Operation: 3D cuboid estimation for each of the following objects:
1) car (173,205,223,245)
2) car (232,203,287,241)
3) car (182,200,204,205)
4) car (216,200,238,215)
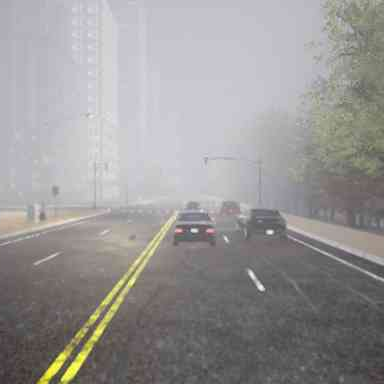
[{"bbox_3d":[0.092,1.540,15.394,2.033,1.411,5.357,0,0,0],"label":"car"},{"bbox_3d":[3.340,1.494,16.631,1.837,1.490,4.892,0,-1,0],"label":"car"},{"bbox_3d":[0.089,1.512,31.098,1.812,1.442,4.674,0,0,0],"label":"car"},{"bbox_3d":[3.339,1.464,30.716,1.882,1.535,5.008,0,0,0],"label":"car"}]
